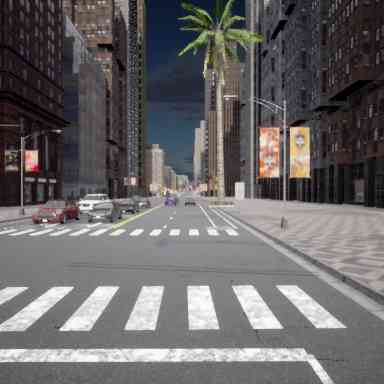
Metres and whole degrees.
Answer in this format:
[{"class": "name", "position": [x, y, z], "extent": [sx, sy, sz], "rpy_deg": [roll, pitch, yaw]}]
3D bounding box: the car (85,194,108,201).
[{"class": "car", "position": [-10.042, 1.231, 34.272], "extent": [2.150, 2.045, 5.566], "rpy_deg": [0, 0, 0]}]

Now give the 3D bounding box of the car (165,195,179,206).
[{"class": "car", "position": [-3.571, 1.564, 56.537], "extent": [1.812, 1.442, 4.674], "rpy_deg": [0, 0, 0]}]

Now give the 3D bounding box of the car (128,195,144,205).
[{"class": "car", "position": [-10.098, 1.396, 59.936], "extent": [2.097, 1.767, 4.553], "rpy_deg": [0, 0, 0]}]

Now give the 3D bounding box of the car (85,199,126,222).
[{"class": "car", "position": [-6.741, 1.531, 26.194], "extent": [1.812, 1.442, 4.674], "rpy_deg": [0, 0, 0]}]

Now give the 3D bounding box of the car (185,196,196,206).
[{"class": "car", "position": [-0.319, 1.585, 56.139], "extent": [2.033, 1.411, 5.357], "rpy_deg": [0, 0, 0]}]

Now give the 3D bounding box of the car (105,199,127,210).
[{"class": "car", "position": [-10.091, 1.619, 44.392], "extent": [1.895, 1.301, 4.718], "rpy_deg": [0, 0, 0]}]

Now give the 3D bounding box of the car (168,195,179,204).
[{"class": "car", "position": [-3.628, 1.413, 66.513], "extent": [2.097, 1.767, 4.553], "rpy_deg": [0, 0, 0]}]

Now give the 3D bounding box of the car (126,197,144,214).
[{"class": "car", "position": [-6.800, 1.558, 35.865], "extent": [2.033, 1.411, 5.357], "rpy_deg": [0, 0, 0]}]

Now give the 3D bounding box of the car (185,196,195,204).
[{"class": "car", "position": [-0.378, 1.538, 66.561], "extent": [1.882, 1.535, 5.008], "rpy_deg": [0, 0, 0]}]

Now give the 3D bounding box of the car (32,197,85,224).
[{"class": "car", "position": [-9.986, 1.357, 24.785], "extent": [2.097, 1.767, 4.553], "rpy_deg": [0, 0, 0]}]

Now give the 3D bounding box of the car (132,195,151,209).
[{"class": "car", "position": [-6.850, 1.513, 46.161], "extent": [2.128, 1.511, 4.902], "rpy_deg": [0, 0, 0]}]
